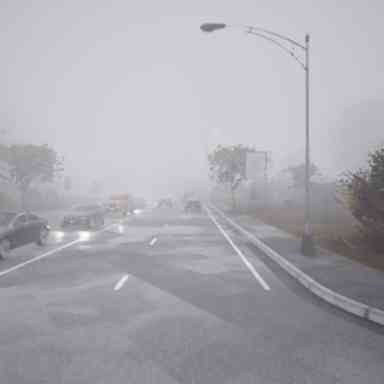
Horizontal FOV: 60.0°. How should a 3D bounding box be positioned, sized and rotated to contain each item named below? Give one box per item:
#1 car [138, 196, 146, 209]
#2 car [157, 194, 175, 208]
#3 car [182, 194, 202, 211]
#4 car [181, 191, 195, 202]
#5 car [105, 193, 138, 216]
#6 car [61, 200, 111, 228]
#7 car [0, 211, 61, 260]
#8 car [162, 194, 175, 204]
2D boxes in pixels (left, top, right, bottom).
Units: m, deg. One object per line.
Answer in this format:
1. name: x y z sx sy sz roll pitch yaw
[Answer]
1. car: -6.999 1.302 42.157 2.128 1.511 4.902 0 1 0
2. car: -3.506 1.288 43.817 1.837 1.490 4.892 0 1 0
3. car: 0.102 1.366 38.679 1.837 1.490 4.892 0 1 0
4. car: -0.647 0.762 56.408 2.150 2.045 5.566 0 1 -7
5. car: -6.993 1.158 32.013 2.150 2.045 5.566 0 1 0
6. car: -7.036 1.496 21.941 1.837 1.490 4.892 0 0 0
7. car: -7.084 1.489 12.546 2.128 1.511 4.902 0 0 0
8. car: -3.887 1.109 53.944 1.812 1.442 4.674 0 1 -8
